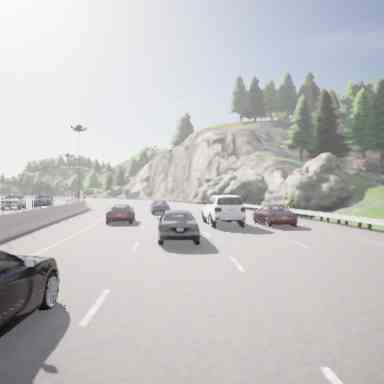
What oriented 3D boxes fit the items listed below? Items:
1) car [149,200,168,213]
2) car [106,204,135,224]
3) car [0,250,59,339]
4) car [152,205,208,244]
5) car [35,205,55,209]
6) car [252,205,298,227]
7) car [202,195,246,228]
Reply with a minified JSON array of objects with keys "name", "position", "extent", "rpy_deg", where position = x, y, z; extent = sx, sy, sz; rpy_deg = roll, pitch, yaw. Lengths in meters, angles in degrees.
[{"name":"car","position":[-3.400,1.581,34.829],"extent":[2.033,1.411,5.357],"rpy_deg":[0,0,-11]},{"name":"car","position":[-5.385,1.594,25.299],"extent":[1.994,1.385,4.181],"rpy_deg":[0,0,-8]},{"name":"car","position":[-3.567,1.489,4.753],"extent":[1.882,1.535,5.008],"rpy_deg":[0,0,-2]},{"name":"car","position":[-0.711,1.561,15.837],"extent":[2.033,1.411,5.357],"rpy_deg":[0,0,-5]},{"name":"car","position":[-21.104,1.302,47.802],"extent":[2.150,2.045,5.566],"rpy_deg":[0,0,-16]},{"name":"car","position":[5.540,1.570,22.731],"extent":[1.994,1.385,4.181],"rpy_deg":[0,0,-7]},{"name":"car","position":[2.046,1.235,22.764],"extent":[2.150,2.045,5.566],"rpy_deg":[0,0,-7]}]
